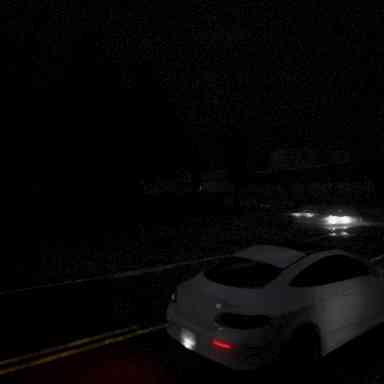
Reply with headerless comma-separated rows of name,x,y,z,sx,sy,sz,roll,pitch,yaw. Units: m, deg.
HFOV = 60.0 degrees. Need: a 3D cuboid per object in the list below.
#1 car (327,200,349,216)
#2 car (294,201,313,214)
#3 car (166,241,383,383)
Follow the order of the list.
car,15.223,1.636,34.739,2.128,1.511,4.902,-1,-1,19
car,13.207,1.772,39.494,2.033,1.411,5.357,-1,-1,15
car,1.771,1.532,5.342,4.674,1.442,1.812,0,0,-38
